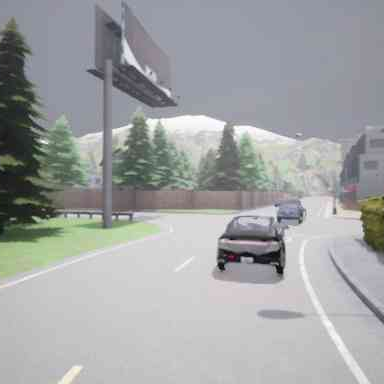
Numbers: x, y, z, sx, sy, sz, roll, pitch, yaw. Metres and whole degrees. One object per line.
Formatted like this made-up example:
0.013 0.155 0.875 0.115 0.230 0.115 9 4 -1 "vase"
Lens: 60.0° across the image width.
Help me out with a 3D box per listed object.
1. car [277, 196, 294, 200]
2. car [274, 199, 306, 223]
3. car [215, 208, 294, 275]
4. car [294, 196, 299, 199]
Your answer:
13.229 1.562 48.542 2.033 1.411 5.357 0 0 23 "car"
7.645 1.528 25.511 2.033 1.411 5.357 1 0 23 "car"
2.015 1.490 10.640 2.128 1.511 4.902 0 0 15 "car"
19.512 1.554 63.506 1.812 1.442 4.674 0 0 23 "car"
